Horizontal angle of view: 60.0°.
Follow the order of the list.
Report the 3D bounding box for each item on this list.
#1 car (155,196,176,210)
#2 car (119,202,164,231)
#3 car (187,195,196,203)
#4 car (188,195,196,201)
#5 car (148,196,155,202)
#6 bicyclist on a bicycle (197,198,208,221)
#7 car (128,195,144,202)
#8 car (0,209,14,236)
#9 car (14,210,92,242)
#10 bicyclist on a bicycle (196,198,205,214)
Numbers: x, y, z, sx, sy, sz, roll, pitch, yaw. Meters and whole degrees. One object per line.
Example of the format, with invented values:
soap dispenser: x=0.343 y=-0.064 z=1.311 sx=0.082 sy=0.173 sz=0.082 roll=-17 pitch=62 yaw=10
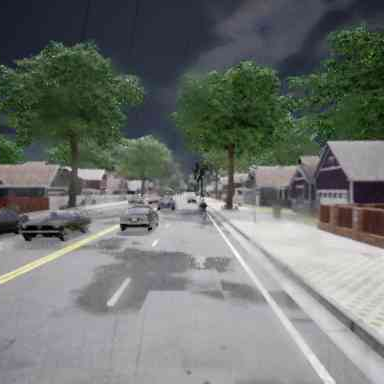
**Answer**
car: x=-3.164 y=1.368 z=42.500 sx=2.097 sy=1.767 sz=4.553 roll=0 pitch=0 yaw=0
car: x=-3.158 y=1.554 z=20.672 sx=2.033 sy=1.411 sz=5.357 roll=0 pitch=0 yaw=0
car: x=-0.023 y=1.626 z=69.393 sx=1.895 sy=1.301 sz=4.718 roll=0 pitch=0 yaw=0
car: x=-0.027 y=1.589 z=84.820 sx=2.033 sy=1.411 sz=5.357 roll=0 pitch=0 yaw=0
car: x=-6.551 y=1.501 z=58.243 sx=1.882 sy=1.535 sz=5.008 roll=0 pitch=0 yaw=1
bicyclist on a bicycle: x=0.884 y=1.379 z=25.143 sx=0.659 sy=1.776 sz=1.843 roll=0 pitch=0 yaw=0
car: x=-9.798 y=1.376 z=58.267 sx=2.097 sy=1.767 sz=4.553 roll=0 pitch=0 yaw=1
car: x=-9.856 y=1.551 z=16.165 sx=2.033 sy=1.411 sz=5.357 roll=0 pitch=0 yaw=0
car: x=-6.606 y=1.605 z=16.648 sx=1.895 sy=1.301 sz=4.718 roll=0 pitch=0 yaw=0
bicyclist on a bicycle: x=0.877 y=1.450 z=34.660 sx=0.866 sy=1.612 sz=1.509 roll=0 pitch=0 yaw=0
